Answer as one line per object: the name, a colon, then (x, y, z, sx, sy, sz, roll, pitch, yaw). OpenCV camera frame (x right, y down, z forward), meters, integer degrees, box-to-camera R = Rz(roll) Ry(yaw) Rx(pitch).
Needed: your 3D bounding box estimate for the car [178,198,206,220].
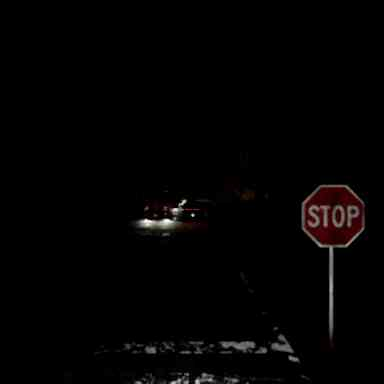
car: (0.058, 1.501, 27.797, 1.837, 1.490, 4.892, 0, 0, 0)

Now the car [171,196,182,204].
car: (-2.872, 1.476, 62.498, 1.882, 1.535, 5.008, 0, 0, 0)

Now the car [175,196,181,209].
car: (-2.911, 1.503, 45.514, 1.837, 1.490, 4.892, 0, -1, 0)

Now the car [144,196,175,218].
car: (-2.933, 1.349, 29.438, 2.097, 1.767, 4.553, 0, 0, 1)
